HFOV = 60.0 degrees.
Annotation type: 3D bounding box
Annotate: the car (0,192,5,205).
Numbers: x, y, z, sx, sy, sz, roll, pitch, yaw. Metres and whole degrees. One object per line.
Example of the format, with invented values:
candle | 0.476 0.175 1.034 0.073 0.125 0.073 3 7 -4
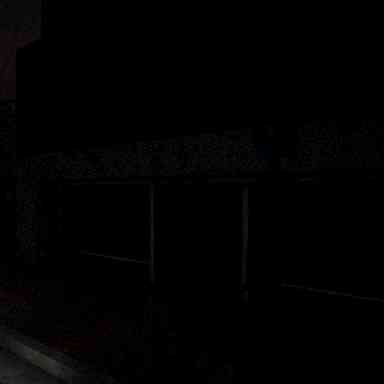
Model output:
car | -15.654 1.045 27.612 2.150 2.045 5.566 0 0 35
